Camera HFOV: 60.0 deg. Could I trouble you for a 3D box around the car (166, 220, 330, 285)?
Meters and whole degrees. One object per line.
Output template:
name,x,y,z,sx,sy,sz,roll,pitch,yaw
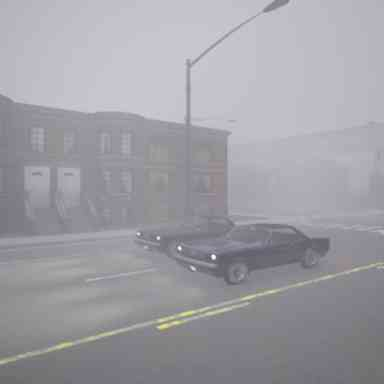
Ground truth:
car,1.837,1.594,9.577,4.718,1.301,1.895,0,0,-35

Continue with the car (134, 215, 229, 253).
car,0.235,1.593,12.732,4.718,1.301,1.895,0,0,-35
